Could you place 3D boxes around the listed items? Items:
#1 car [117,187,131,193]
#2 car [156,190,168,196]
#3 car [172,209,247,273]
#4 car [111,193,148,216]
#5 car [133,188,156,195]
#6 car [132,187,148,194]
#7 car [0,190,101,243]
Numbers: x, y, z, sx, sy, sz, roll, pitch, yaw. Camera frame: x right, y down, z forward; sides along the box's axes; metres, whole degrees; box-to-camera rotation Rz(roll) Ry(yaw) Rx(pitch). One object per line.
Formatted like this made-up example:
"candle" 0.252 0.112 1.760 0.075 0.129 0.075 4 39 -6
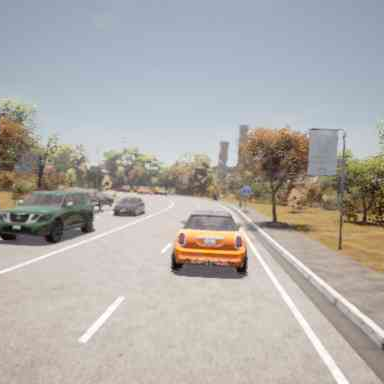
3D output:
"car" -17.893 -0.569 87.525 4.674 1.442 1.812 4 1 42
"car" -7.635 0.182 80.274 1.895 1.301 4.718 2 1 -33
"car" 0.639 1.382 11.136 2.097 1.767 4.553 2 0 4
"car" -5.229 1.180 28.278 1.837 1.490 4.892 2 2 4
"car" -11.419 -0.249 79.645 2.097 1.767 4.553 2 1 -38
"car" -13.862 -0.433 88.381 1.812 1.442 4.674 2 1 -43
"car" -6.190 0.957 14.945 2.150 2.045 5.566 2 0 5
